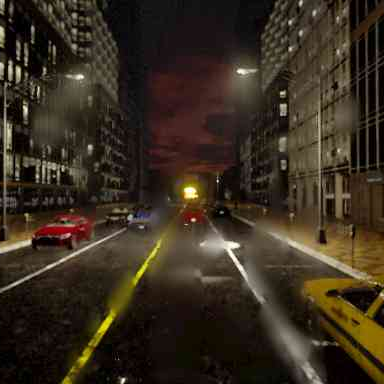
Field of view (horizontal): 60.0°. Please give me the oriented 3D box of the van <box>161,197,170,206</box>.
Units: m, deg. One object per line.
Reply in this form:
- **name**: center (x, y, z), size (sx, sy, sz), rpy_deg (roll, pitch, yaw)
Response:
- **van**: center (-5.645, 2.073, 72.097), size (1.690, 1.788, 3.998), rpy_deg (0, -1, 0)

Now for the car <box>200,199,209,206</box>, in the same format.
- **car**: center (2.734, 2.260, 72.245), size (1.752, 1.417, 4.829), rpy_deg (0, -1, 0)

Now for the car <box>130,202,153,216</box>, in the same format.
- **car**: center (-5.666, 1.938, 37.943), size (1.887, 1.381, 4.507), rpy_deg (0, -1, 0)

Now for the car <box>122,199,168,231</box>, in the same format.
- **car**: center (-3.077, 1.589, 22.651), size (2.097, 1.767, 4.553), rpy_deg (0, -1, 0)

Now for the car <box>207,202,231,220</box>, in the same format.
- **car**: center (2.712, 1.903, 32.233), size (1.947, 1.339, 4.313), rpy_deg (0, -1, 0)

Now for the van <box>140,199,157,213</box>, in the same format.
- **van**: center (-5.662, 1.792, 43.637), size (1.690, 1.788, 3.998), rpy_deg (0, -1, 0)

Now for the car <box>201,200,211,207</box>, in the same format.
- **car**: center (2.731, 2.260, 66.383), size (1.802, 1.307, 4.206), rpy_deg (0, -1, 0)

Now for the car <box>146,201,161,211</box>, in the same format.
- **car**: center (-5.659, 2.090, 49.327), size (1.802, 1.307, 4.206), rpy_deg (0, -1, 0)

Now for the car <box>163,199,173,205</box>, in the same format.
- **car**: center (-5.643, 2.354, 77.786), size (1.947, 1.339, 4.313), rpy_deg (0, -1, 0)

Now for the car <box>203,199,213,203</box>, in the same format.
- **car**: center (2.725, 2.006, 55.000), size (1.967, 1.590, 4.097), rpy_deg (0, -1, 0)

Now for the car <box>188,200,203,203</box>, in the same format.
- **car**: center (0.122, 1.934, 41.469), size (1.837, 1.490, 4.892), rpy_deg (0, -1, 0)

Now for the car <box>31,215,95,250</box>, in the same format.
- **car**: center (-5.678, 1.742, 15.173), size (1.802, 1.307, 4.206), rpy_deg (0, -1, 0)

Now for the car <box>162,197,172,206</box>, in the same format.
- **car**: center (-5.649, 2.117, 66.403), size (1.967, 1.590, 4.097), rpy_deg (0, -1, 0)

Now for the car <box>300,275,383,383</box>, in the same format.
- **car**: center (2.696, 1.569, 3.944), size (1.752, 1.417, 4.829), rpy_deg (0, -1, 0)

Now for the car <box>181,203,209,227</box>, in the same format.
- **car**: center (0.102, 1.790, 25.237), size (1.812, 1.442, 4.674), rpy_deg (0, -1, 0)

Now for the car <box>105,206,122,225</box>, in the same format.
- **car**: center (-5.672, 1.828, 26.559), size (2.008, 1.369, 4.403), rpy_deg (0, -1, 0)
